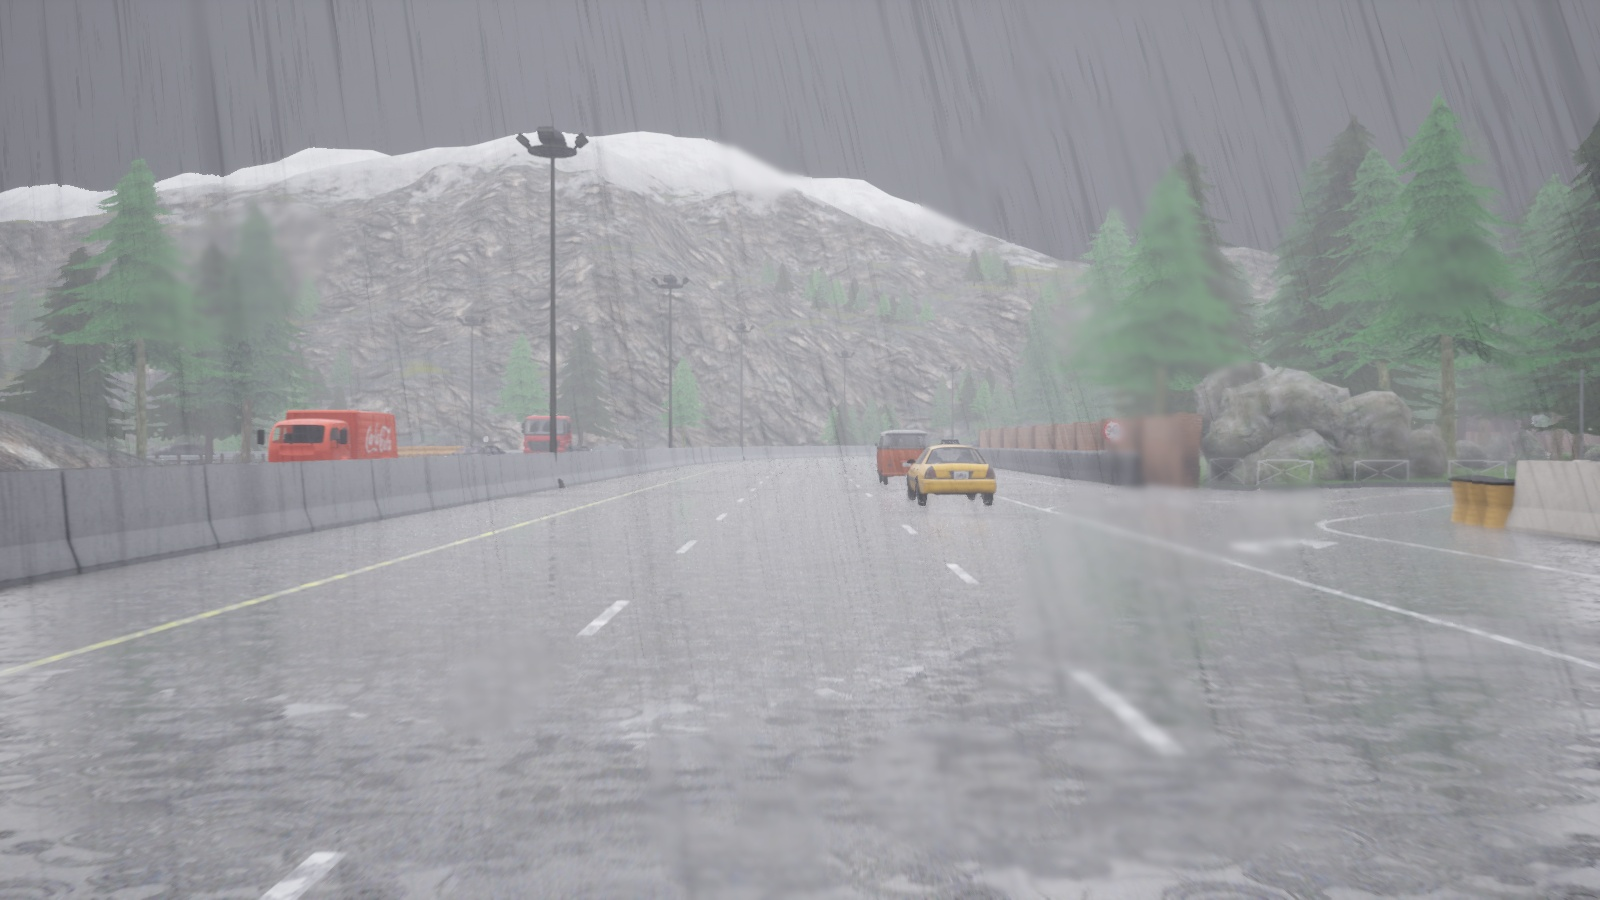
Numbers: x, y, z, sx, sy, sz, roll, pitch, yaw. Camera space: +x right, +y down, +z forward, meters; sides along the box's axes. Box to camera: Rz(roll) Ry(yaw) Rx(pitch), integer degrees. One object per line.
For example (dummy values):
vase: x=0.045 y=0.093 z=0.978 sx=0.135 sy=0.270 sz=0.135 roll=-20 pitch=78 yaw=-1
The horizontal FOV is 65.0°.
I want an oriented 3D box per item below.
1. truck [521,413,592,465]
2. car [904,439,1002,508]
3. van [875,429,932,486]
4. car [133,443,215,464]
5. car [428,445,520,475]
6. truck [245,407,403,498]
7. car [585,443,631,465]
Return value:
truck: x=-16.759 y=-0.729 z=87.051 sx=2.891 sy=3.462 sz=7.936 roll=0 pitch=0 yaw=4
car: x=3.692 y=0.516 z=31.122 sx=1.801 sy=1.575 sz=5.366 roll=0 pitch=0 yaw=0
van: x=3.779 y=0.247 z=46.390 sx=1.775 sy=1.987 sz=4.442 roll=0 pitch=0 yaw=0
car: x=-44.004 y=0.228 z=88.369 sx=1.837 sy=1.490 sz=4.892 roll=0 pitch=0 yaw=37
car: x=-15.951 y=0.440 z=61.806 sx=2.033 sy=1.411 sz=5.357 roll=0 pitch=0 yaw=15
truck: x=-13.775 y=0.046 z=36.770 sx=2.627 sy=2.467 sz=5.204 roll=0 pitch=0 yaw=0
car: x=-13.255 y=0.256 z=86.939 sx=2.163 sy=1.488 sz=4.792 roll=0 pitch=0 yaw=4
